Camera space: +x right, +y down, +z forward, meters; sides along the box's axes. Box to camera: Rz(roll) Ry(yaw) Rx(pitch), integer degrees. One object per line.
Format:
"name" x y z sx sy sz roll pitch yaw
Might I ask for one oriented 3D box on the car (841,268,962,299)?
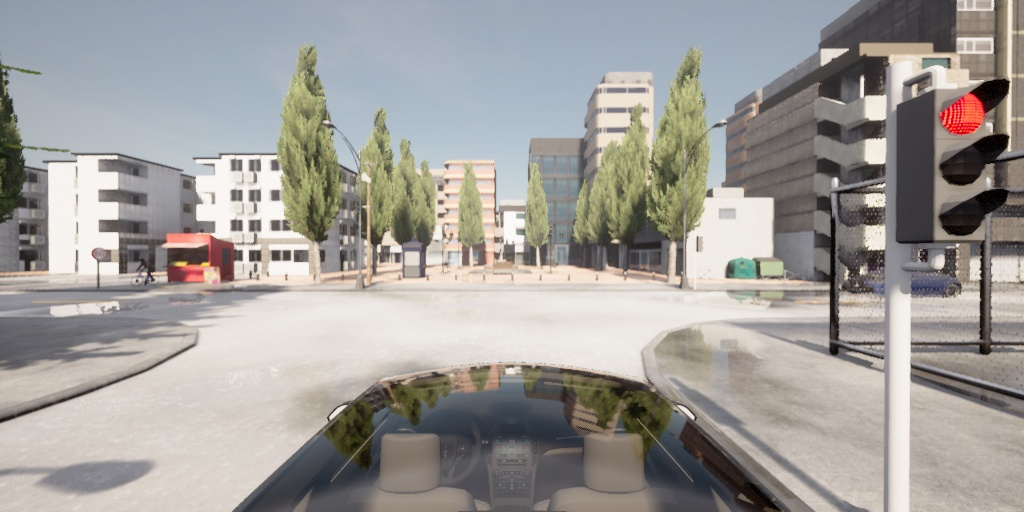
"car" 18.214 1.212 16.903 4.181 1.385 1.994 0 0 0

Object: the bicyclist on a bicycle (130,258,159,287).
"bicyclist on a bicycle" -21.555 0.969 21.074 0.582 1.620 1.656 0 1 0
